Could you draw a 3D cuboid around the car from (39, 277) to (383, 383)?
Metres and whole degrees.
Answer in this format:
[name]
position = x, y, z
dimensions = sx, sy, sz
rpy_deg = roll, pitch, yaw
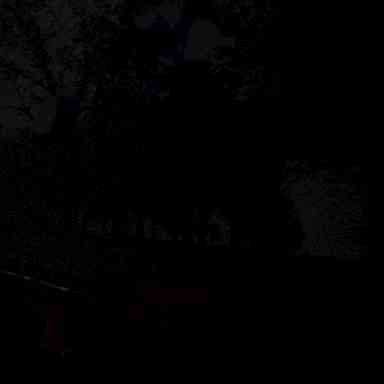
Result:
[car]
position = 0.553, 1.597, 3.292
dimensions = 4.718, 1.301, 1.895
rpy_deg = 0, 0, 36
